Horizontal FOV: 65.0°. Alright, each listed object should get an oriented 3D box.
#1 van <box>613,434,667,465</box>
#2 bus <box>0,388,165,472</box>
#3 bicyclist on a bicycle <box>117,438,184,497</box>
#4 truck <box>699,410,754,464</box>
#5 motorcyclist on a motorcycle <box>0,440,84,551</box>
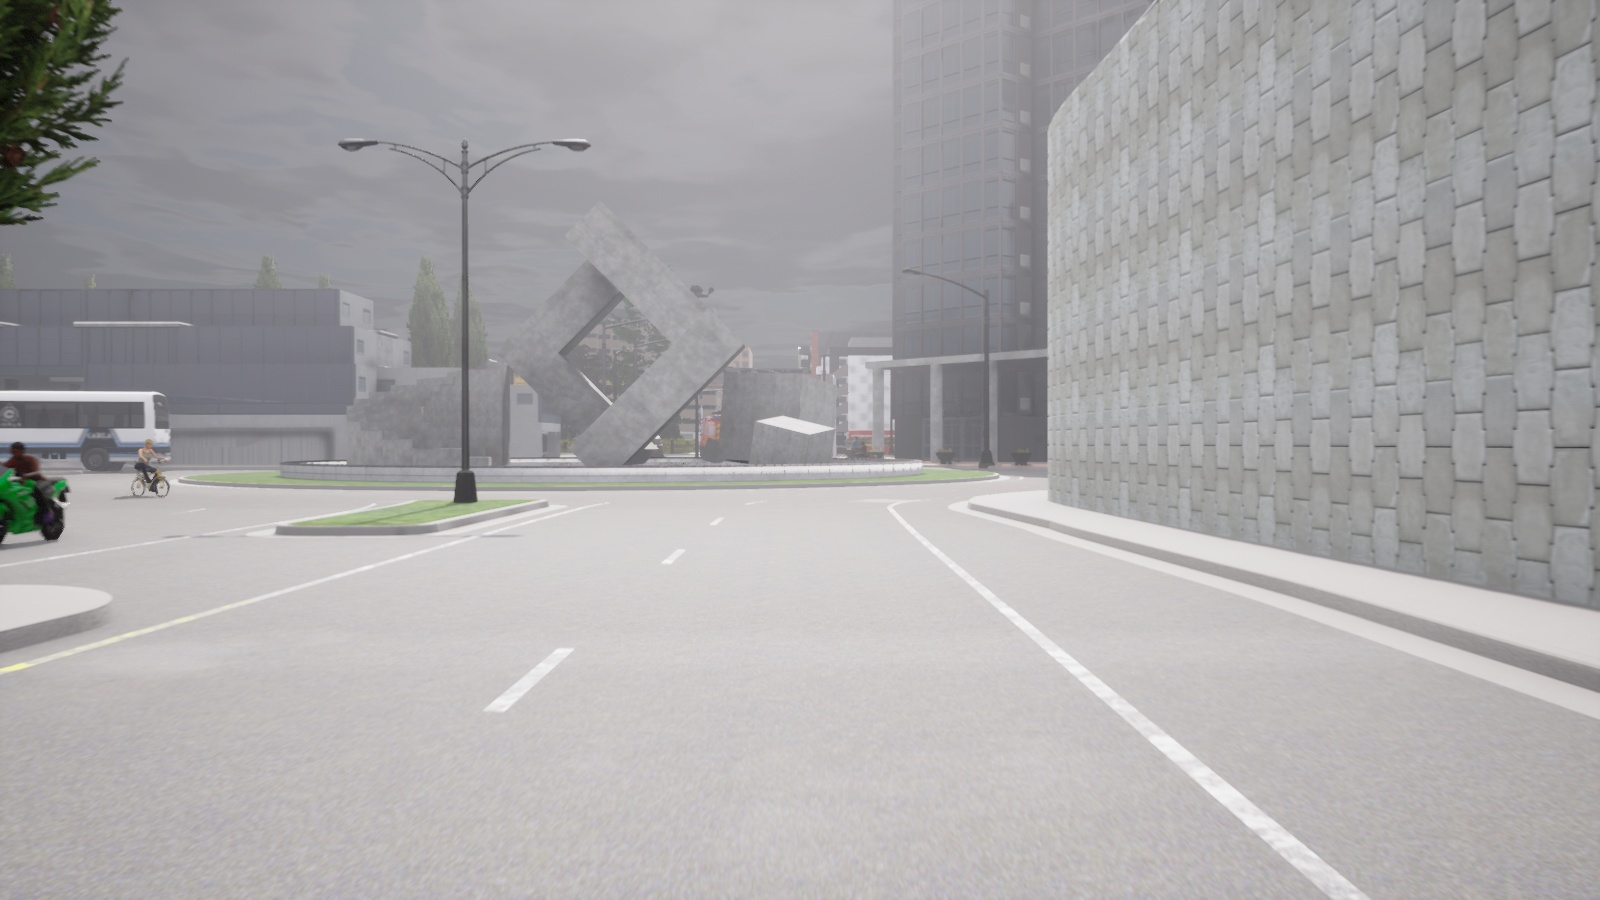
[{"bbox_3d":[-10.922,-0.023,85.868,2.069,2.038,4.480,0,0,16],"label":"van"},{"bbox_3d":[-39.489,-1.033,65.942,10.273,4.253,3.944,0,0,-12],"label":"bus"},{"bbox_3d":[-17.887,0.474,34.598,1.509,1.612,0.866,0,-1,24],"label":"bicyclist on a bicycle"},{"bbox_3d":[-5.582,-0.953,93.998,2.891,3.827,8.468,0,0,-11],"label":"truck"},{"bbox_3d":[-11.405,0.616,18.273,0.797,1.523,2.044,0,0,0],"label":"motorcyclist on a motorcycle"}]
